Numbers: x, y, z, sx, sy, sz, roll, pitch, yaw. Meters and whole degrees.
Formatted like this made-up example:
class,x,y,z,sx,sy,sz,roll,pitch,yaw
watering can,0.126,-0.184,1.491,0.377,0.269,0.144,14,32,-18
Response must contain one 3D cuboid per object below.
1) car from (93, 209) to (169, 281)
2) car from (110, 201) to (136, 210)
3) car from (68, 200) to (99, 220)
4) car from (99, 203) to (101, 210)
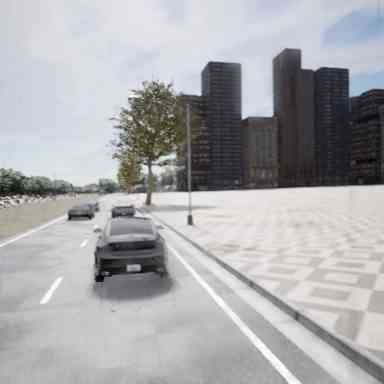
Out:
class,x,y,z,sx,sy,sz,roll,pitch,yaw
car,-1.856,1.494,9.992,1.837,1.490,4.892,-1,0,-12
car,-5.746,1.489,27.862,2.128,1.511,4.902,-1,0,-12
car,-9.655,1.629,29.241,1.994,1.385,4.181,-1,0,-12
car,-12.001,1.602,39.724,2.033,1.411,5.357,-1,0,-12
